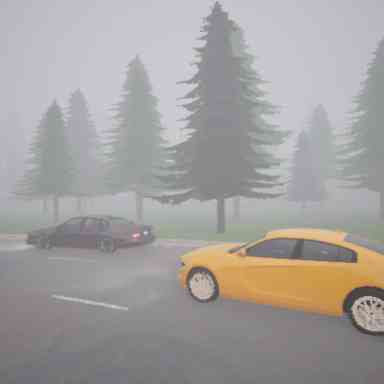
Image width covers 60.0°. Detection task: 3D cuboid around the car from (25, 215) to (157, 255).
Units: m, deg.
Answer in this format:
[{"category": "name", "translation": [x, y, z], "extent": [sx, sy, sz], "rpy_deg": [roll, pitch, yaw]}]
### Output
[{"category": "car", "translation": [-4.145, 1.663, 13.670], "extent": [5.357, 1.411, 2.033], "rpy_deg": [-1, 0, 19]}]

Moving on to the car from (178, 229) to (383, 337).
[{"category": "car", "translation": [2.043, 1.482, 6.680], "extent": [5.008, 1.535, 1.882], "rpy_deg": [-1, -1, 32]}]
